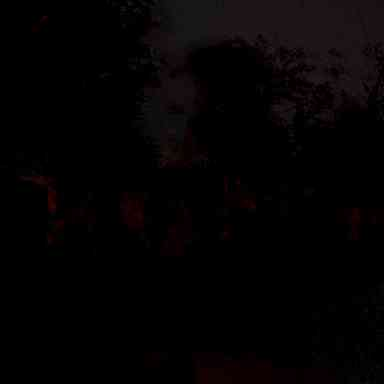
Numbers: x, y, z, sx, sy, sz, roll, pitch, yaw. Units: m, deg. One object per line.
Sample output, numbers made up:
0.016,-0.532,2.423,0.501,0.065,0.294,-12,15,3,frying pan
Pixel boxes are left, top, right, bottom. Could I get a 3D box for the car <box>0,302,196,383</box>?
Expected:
-2.248,1.481,1.538,5.008,1.535,1.882,0,0,-36,car
